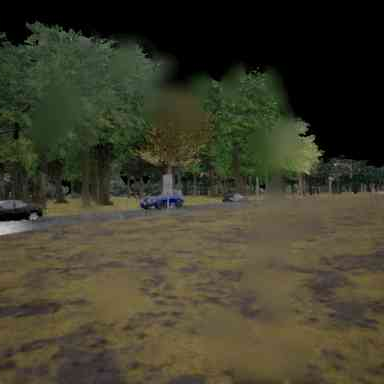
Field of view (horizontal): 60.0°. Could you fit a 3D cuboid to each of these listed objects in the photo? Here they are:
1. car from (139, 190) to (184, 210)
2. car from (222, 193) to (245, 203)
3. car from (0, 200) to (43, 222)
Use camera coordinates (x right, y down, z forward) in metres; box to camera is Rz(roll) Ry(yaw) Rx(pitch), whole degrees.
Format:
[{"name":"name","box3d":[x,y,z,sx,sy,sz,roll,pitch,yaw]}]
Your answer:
[{"name":"car","box3d":[-3.150,0.814,35.740,2.150,2.045,5.566,-3,-1,36]},{"name":"car","box3d":[6.056,0.918,48.699,1.994,1.385,4.181,-3,-1,36]},{"name":"car","box3d":[-12.496,1.328,22.149,1.882,1.535,5.008,-3,-1,31]}]
